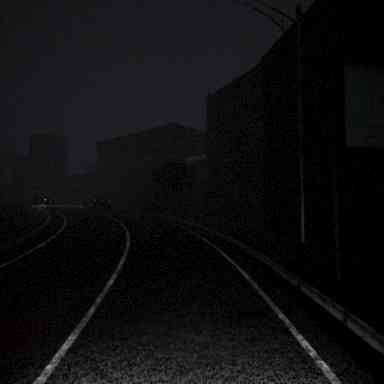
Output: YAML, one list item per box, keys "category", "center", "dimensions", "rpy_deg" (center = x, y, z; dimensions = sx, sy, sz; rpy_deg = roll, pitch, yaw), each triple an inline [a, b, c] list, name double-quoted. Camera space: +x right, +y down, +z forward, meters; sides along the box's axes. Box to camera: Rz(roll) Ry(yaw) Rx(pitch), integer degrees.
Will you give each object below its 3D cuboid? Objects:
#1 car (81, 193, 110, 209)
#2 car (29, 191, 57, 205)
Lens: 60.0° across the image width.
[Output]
- category: "car"
  center: [-10.859, 0.922, 37.305]
  dimensions: [2.097, 1.767, 4.553]
  rpy_deg: [2, 0, -36]
- category: "car"
  center: [-18.003, 0.716, 40.077]
  dimensions: [4.892, 1.490, 1.837]
  rpy_deg: [3, -1, 45]
